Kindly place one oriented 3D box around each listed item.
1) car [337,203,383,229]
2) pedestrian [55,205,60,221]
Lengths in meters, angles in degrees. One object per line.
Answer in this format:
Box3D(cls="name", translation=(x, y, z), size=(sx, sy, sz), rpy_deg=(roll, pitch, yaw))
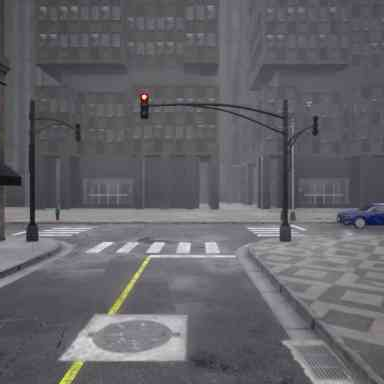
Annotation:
Box3D(cls="car", translation=(11.803, 1.459, 21.055), size=(5.008, 1.535, 1.882), rpy_deg=(0, 0, 1))
Box3D(cls="pedestrian", translation=(-9.827, 1.532, 24.340), size=(0.500, 1.100, 0.500), rpy_deg=(0, 0, 1))
